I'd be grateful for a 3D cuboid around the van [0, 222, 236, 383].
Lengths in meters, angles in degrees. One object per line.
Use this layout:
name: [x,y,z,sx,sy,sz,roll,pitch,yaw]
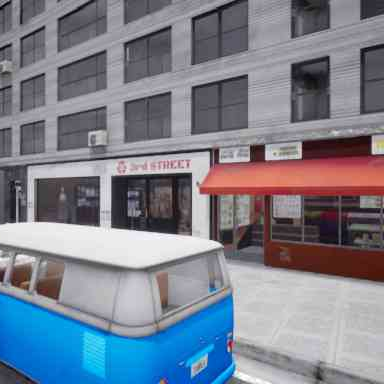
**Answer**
van: [-1.434,1.341,4.110,3.998,1.788,1.690,0,0,36]
